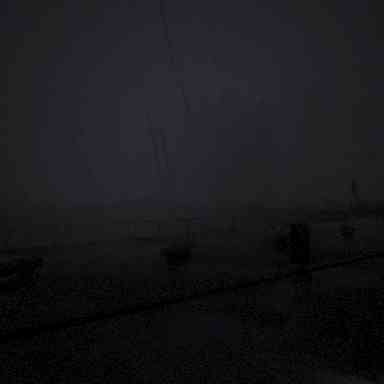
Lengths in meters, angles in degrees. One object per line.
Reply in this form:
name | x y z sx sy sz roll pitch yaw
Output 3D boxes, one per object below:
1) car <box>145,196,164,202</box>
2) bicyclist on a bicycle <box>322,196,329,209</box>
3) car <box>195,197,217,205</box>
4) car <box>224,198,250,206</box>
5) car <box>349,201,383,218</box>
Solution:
car | -6.790 1.493 60.056 2.128 1.511 4.902 0 0 -35
bicyclist on a bicycle | 16.603 1.349 41.360 1.656 1.620 0.582 0 0 -35
car | 2.007 1.547 54.553 2.033 1.411 5.357 0 0 -35
car | 5.846 1.526 42.054 1.812 1.442 4.674 0 0 -36
car | 15.762 1.491 28.003 2.128 1.511 4.902 0 0 -35
